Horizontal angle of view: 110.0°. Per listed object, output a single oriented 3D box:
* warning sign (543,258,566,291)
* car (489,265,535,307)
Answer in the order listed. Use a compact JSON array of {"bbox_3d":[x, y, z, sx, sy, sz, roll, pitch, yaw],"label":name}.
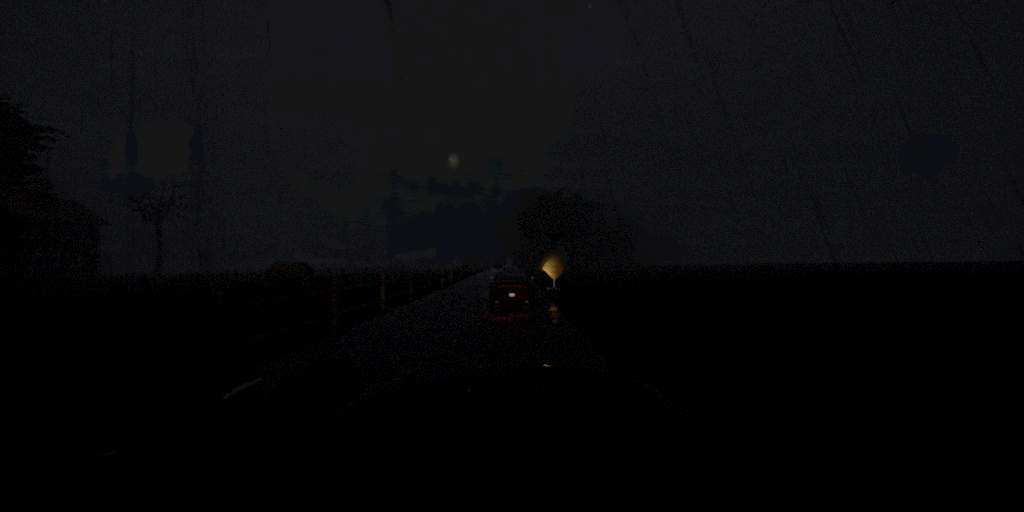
[{"bbox_3d":[2.451,1.039,20.891,1.300,1.860,1.060,0,0,0],"label":"warning sign"},{"bbox_3d":[0.005,1.361,16.316,1.882,1.535,5.008,0,0,0],"label":"car"}]
